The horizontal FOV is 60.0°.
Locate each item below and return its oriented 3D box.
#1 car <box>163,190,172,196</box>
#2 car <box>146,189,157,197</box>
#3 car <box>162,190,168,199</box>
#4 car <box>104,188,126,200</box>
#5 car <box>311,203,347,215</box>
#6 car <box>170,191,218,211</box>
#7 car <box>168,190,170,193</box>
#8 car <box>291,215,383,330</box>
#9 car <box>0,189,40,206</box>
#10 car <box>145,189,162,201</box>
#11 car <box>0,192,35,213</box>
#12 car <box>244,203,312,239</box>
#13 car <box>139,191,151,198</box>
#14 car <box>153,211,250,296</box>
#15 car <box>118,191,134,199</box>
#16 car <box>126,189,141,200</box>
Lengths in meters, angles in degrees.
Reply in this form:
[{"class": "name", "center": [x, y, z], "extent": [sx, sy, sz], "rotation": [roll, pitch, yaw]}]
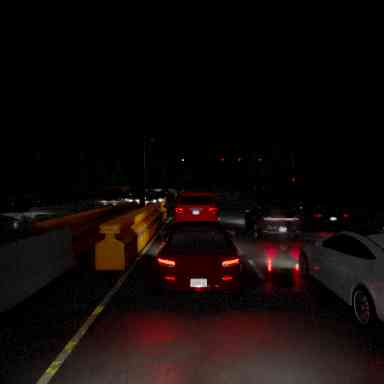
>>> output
[{"class": "car", "center": [-6.319, 0.272, 86.233], "extent": [2.033, 1.411, 5.357], "rotation": [0, 1, 0]}, {"class": "car", "center": [-9.866, 0.172, 80.619], "extent": [2.097, 1.767, 4.553], "rotation": [0, 1, 0]}, {"class": "car", "center": [-6.526, 0.533, 65.663], "extent": [2.128, 1.511, 4.902], "rotation": [0, 1, 1]}, {"class": "car", "center": [-13.635, 0.378, 58.040], "extent": [2.150, 2.045, 5.566], "rotation": [0, 1, 1]}, {"class": "car", "center": [7.219, 1.308, 18.961], "extent": [1.994, 1.385, 4.181], "rotation": [0, 1, 0]}, {"class": "car", "center": [0.204, 0.983, 17.861], "extent": [2.150, 2.045, 5.566], "rotation": [0, 1, 1]}, {"class": "car", "center": [-6.407, 0.246, 75.679], "extent": [2.097, 1.767, 4.553], "rotation": [0, 1, 0]}, {"class": "car", "center": [3.629, 1.455, 6.628], "extent": [1.812, 1.442, 4.674], "rotation": [0, 1, 0]}, {"class": "car", "center": [-19.757, 0.705, 36.543], "extent": [5.566, 2.045, 2.150], "rotation": [0, 1, -4]}, {"class": "car", "center": [-6.647, 0.707, 56.397], "extent": [1.812, 1.442, 4.674], "rotation": [0, 1, 1]}, {"class": "car", "center": [-17.233, 1.044, 30.800], "extent": [5.008, 1.535, 1.882], "rotation": [0, 0, 28]}, {"class": "car", "center": [3.694, 1.282, 15.876], "extent": [2.128, 1.511, 4.902], "rotation": [0, 1, 0]}, {"class": "car", "center": [-9.952, 0.523, 70.401], "extent": [1.994, 1.385, 4.181], "rotation": [0, 1, 0]}, {"class": "car", "center": [0.141, 1.431, 8.264], "extent": [1.812, 1.442, 4.674], "rotation": [0, 1, 0]}, {"class": "car", "center": [-13.470, 0.552, 68.178], "extent": [2.033, 1.411, 5.357], "rotation": [0, 1, 0]}, {"class": "car", "center": [-10.104, 0.686, 60.325], "extent": [1.994, 1.385, 4.181], "rotation": [0, 1, 1]}]
